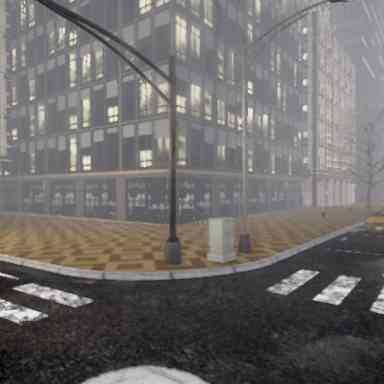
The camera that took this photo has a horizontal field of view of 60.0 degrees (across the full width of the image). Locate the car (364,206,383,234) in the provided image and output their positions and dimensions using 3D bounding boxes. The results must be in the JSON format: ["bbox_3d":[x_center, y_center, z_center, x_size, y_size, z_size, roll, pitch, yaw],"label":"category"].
[{"bbox_3d":[10.832,1.504,18.630,1.752,1.417,4.829,0,0,37],"label":"car"}]
